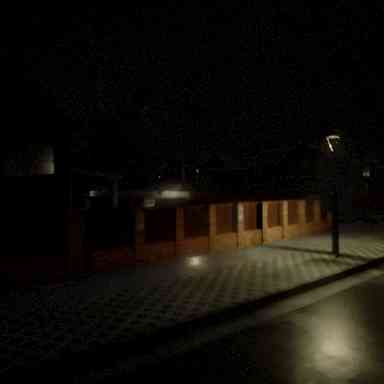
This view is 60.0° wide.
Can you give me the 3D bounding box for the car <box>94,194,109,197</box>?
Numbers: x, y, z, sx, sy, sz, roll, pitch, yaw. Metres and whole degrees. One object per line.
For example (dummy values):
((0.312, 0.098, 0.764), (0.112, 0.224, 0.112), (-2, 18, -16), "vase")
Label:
((-12.839, 0.984, 47.452), (1.994, 1.385, 4.181), (-3, 2, -38), "car")
